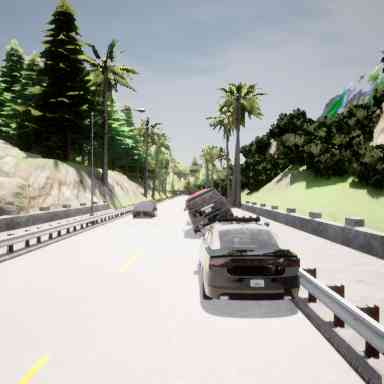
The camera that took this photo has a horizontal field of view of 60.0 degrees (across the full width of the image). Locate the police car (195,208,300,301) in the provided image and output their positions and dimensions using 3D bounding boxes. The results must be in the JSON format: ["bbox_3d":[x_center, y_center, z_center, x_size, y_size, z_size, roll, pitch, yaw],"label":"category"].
[{"bbox_3d":[1.158,1.426,8.521,1.930,1.638,5.238,0,0,0],"label":"police car"}]

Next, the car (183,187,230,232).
[{"bbox_3d":[0.818,0.955,18.435,2.150,2.045,5.566,-25,0,0],"label":"car"}]

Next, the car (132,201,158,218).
[{"bbox_3d":[-4.104,1.547,29.922,2.033,1.411,5.357,0,0,0],"label":"car"}]

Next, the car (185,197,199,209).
[{"bbox_3d":[0.026,1.505,45.254,1.837,1.490,4.892,0,0,0],"label":"car"}]
